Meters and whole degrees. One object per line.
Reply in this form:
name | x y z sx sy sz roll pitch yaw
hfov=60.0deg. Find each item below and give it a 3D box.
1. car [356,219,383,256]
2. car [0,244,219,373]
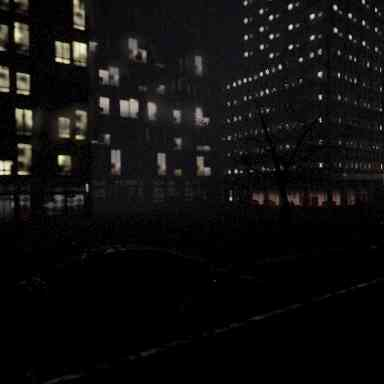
car | 7.720 1.546 12.081 4.507 1.381 1.887 0 -1 -35
car | -1.439 1.582 5.548 4.206 1.307 1.802 0 -1 -35
